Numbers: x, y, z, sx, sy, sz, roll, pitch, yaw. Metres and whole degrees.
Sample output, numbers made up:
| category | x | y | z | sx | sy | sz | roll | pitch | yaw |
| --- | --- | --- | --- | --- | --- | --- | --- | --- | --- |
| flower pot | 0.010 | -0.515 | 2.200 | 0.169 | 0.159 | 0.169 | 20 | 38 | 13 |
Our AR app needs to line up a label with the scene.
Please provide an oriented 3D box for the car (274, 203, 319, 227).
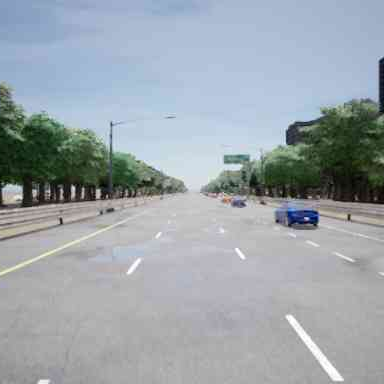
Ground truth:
| category | x | y | z | sx | sy | sz | roll | pitch | yaw |
| --- | --- | --- | --- | --- | --- | --- | --- | --- | --- |
| car | 7.024 | 1.499 | 22.792 | 1.882 | 1.535 | 5.008 | 0 | 0 | 0 |

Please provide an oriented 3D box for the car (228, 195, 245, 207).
| category | x | y | z | sx | sy | sz | roll | pitch | yaw |
| --- | --- | --- | --- | --- | --- | --- | --- | --- | --- |
| car | 7.136 | 1.537 | 52.069 | 1.812 | 1.442 | 4.674 | 0 | 0 | 0 |

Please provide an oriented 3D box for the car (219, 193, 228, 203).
| category | x | y | z | sx | sy | sz | roll | pitch | yaw |
| --- | --- | --- | --- | --- | --- | --- | --- | --- | --- |
| car | 7.251 | 1.344 | 69.871 | 2.097 | 1.767 | 4.553 | 0 | 0 | 0 |
